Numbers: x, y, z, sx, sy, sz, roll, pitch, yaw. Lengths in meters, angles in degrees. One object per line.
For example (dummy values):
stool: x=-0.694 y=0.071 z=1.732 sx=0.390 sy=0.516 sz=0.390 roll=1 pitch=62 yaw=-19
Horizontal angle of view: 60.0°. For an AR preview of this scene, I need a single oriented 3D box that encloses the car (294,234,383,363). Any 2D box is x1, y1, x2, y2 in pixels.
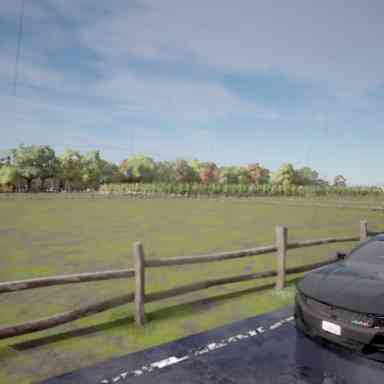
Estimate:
car: x=3.874 y=1.493 z=5.826 sx=5.008 sy=1.535 sz=1.882 roll=-1 pitch=0 yaw=-35
